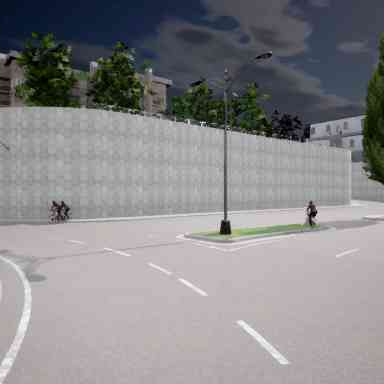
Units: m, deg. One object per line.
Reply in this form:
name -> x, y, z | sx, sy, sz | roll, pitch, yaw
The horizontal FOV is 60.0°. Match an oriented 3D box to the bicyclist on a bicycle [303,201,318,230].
bicyclist on a bicycle -> 6.986, 1.375, 19.507 | 0.582, 1.620, 1.656 | 6, 1, -8

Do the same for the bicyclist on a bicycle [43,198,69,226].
bicyclist on a bicycle -> -9.619, 1.387, 23.638 | 0.582, 1.620, 1.656 | 0, 9, 21

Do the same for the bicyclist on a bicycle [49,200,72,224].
bicyclist on a bicycle -> -9.030, 1.424, 23.433 | 0.582, 1.620, 1.656 | 10, 9, 23

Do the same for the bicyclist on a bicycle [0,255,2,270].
bicyclist on a bicycle -> -5.835, 1.402, 9.198 | 1.656, 1.620, 0.582 | 6, 2, 19
